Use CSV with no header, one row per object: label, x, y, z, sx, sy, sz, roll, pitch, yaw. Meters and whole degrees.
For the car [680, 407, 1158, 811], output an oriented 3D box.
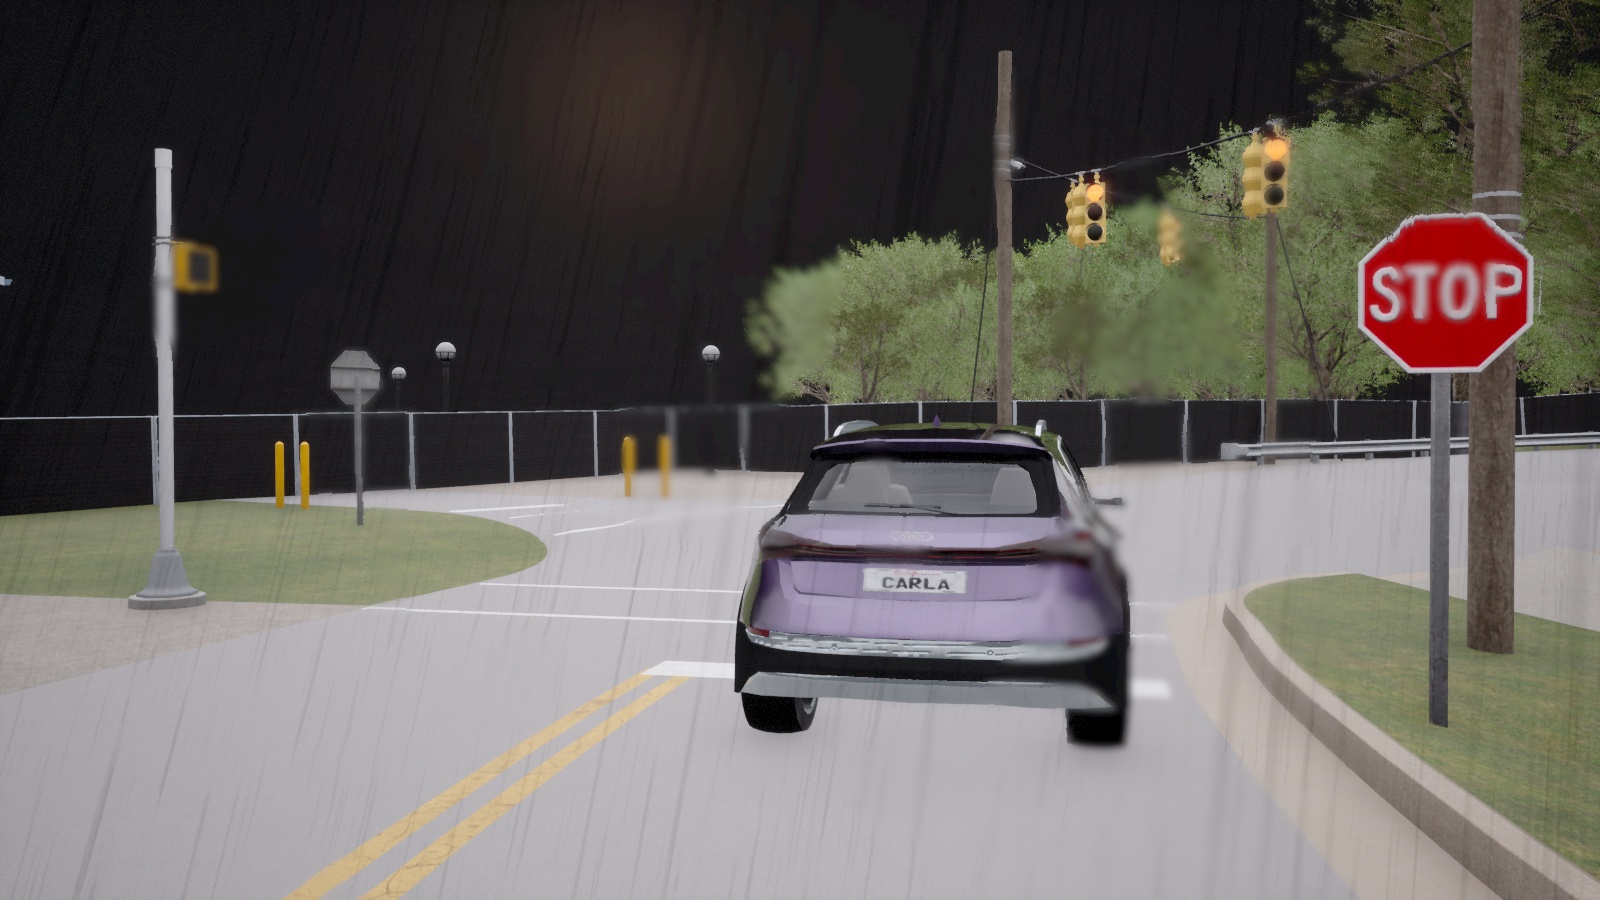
car,0.983,0.633,7.710,2.033,1.649,4.856,0,0,12
